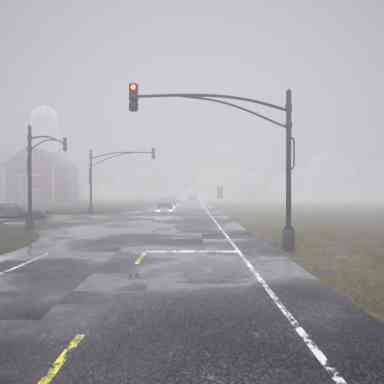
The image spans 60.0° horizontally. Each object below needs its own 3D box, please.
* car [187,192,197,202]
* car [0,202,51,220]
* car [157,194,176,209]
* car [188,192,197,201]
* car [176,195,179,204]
[{"bbox_3d":[0.065,1.140,74.887,2.150,2.045,5.566,0,0,0],"label":"car"},{"bbox_3d":[-13.508,1.432,24.837,5.357,1.411,2.033,0,0,-8],"label":"car"},{"bbox_3d":[-3.572,1.443,45.088,1.882,1.535,5.008,0,0,0],"label":"car"},{"bbox_3d":[0.055,1.115,85.531,2.150,2.045,5.566,0,0,0],"label":"car"},{"bbox_3d":[-3.559,1.515,54.982,1.994,1.385,4.181,0,0,0],"label":"car"}]
